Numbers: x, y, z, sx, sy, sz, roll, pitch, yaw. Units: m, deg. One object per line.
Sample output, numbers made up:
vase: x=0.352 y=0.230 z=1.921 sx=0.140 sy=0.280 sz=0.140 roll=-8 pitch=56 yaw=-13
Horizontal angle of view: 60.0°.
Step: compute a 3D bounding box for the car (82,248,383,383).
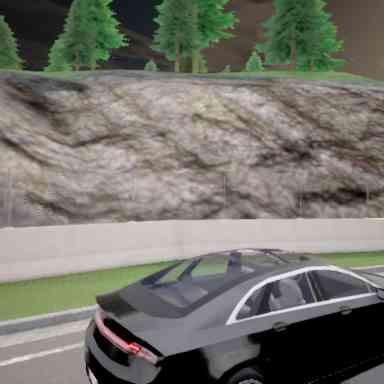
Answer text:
car: x=1.160 y=1.515 z=4.313 sx=4.902 sy=1.511 sz=2.128 roll=1 pitch=0 yaw=-32
